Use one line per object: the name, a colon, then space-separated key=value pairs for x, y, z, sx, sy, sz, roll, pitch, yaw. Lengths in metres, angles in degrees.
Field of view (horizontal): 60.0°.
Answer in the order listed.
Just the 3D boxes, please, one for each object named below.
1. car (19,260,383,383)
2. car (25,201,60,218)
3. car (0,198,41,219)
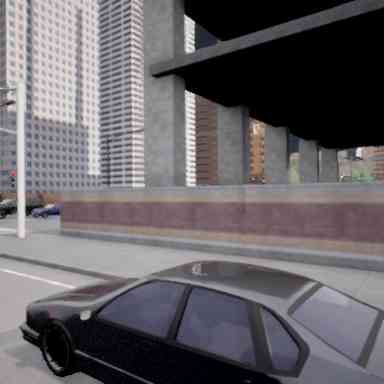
car: x=0.182 y=1.570 z=3.862 sx=5.357 sy=1.411 sz=2.033 roll=-1 pitch=0 yaw=36
car: x=-14.126 y=1.875 z=34.237 sx=1.812 sy=1.442 sz=4.674 roll=-1 pitch=0 yaw=36
car: x=-18.269 y=1.610 z=34.519 sx=2.150 sy=2.045 sz=5.566 roll=-1 pitch=0 yaw=36
